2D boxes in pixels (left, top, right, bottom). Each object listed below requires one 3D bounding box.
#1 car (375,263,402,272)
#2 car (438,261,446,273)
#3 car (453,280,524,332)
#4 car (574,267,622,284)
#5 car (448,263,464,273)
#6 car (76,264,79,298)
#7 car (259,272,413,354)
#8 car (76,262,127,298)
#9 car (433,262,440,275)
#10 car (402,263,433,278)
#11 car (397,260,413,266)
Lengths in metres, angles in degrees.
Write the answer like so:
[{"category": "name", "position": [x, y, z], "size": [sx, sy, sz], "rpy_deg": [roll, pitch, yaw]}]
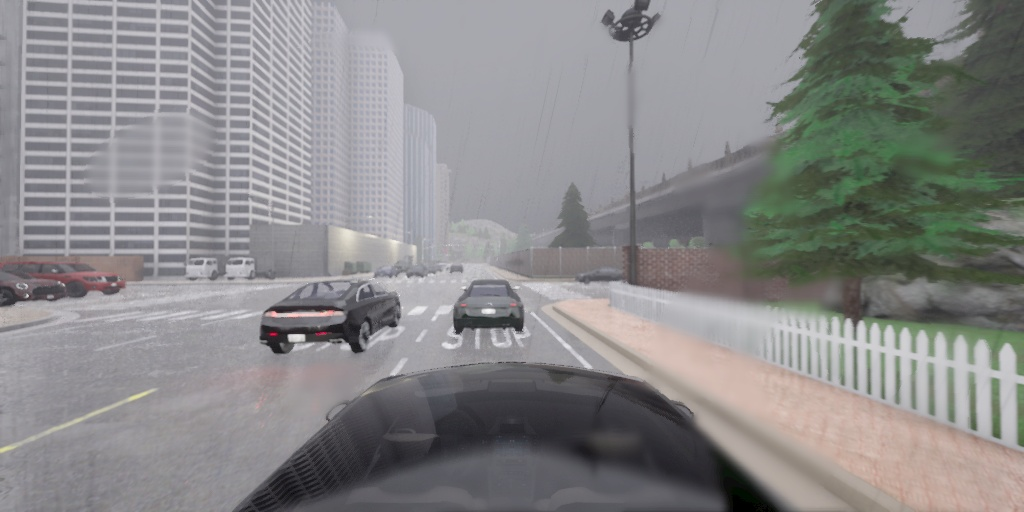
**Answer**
[{"category": "car", "position": [-14.382, 1.790, 41.203], "size": [1.812, 1.442, 4.674], "rpy_deg": [0, -1, -6]}, {"category": "car", "position": [-12.654, 2.047, 59.724], "size": [1.994, 1.385, 4.181], "rpy_deg": [0, -1, -5]}, {"category": "car", "position": [-0.681, 1.432, 11.345], "size": [1.994, 1.385, 4.181], "rpy_deg": [0, -1, -2]}, {"category": "car", "position": [7.789, 1.664, 31.212], "size": [4.674, 1.442, 1.812], "rpy_deg": [0, -1, -4]}, {"category": "car", "position": [-8.675, 1.914, 56.803], "size": [1.882, 1.535, 5.008], "rpy_deg": [0, -1, -5]}, {"category": "car", "position": [-24.700, 1.413, 17.273], "size": [4.553, 1.767, 2.097], "rpy_deg": [0, -1, -5]}, {"category": "car", "position": [-4.162, 1.342, 9.075], "size": [2.128, 1.511, 4.902], "rpy_deg": [0, -1, -4]}, {"category": "car", "position": [-25.985, 1.327, 20.687], "size": [5.566, 2.045, 2.150], "rpy_deg": [0, -1, -6]}, {"category": "car", "position": [-11.818, 1.939, 50.938], "size": [1.994, 1.385, 4.181], "rpy_deg": [0, -1, -5]}, {"category": "car", "position": [-10.918, 1.809, 41.744], "size": [2.033, 1.411, 5.357], "rpy_deg": [0, -1, -5]}, {"category": "car", "position": [-15.329, 1.605, 50.862], "size": [2.150, 2.045, 5.566], "rpy_deg": [0, -1, -5]}]
